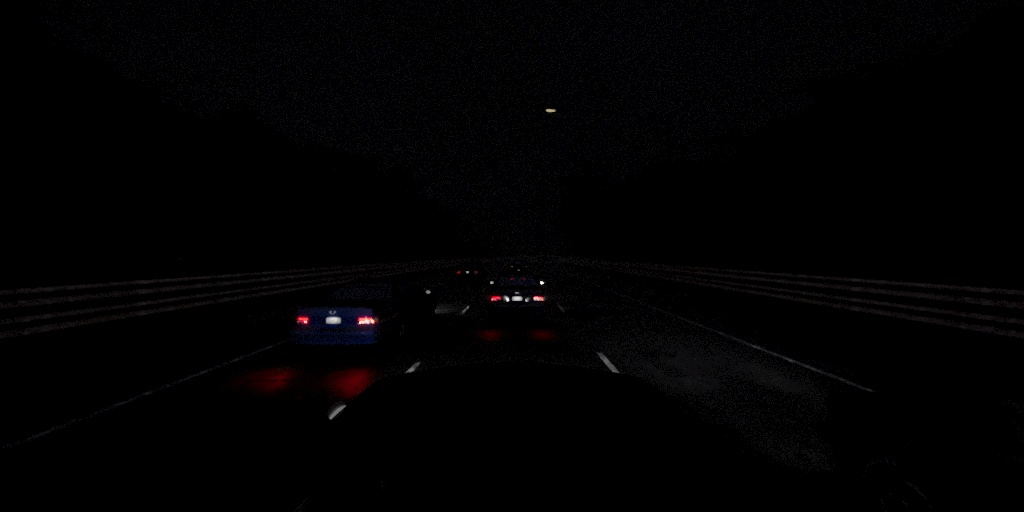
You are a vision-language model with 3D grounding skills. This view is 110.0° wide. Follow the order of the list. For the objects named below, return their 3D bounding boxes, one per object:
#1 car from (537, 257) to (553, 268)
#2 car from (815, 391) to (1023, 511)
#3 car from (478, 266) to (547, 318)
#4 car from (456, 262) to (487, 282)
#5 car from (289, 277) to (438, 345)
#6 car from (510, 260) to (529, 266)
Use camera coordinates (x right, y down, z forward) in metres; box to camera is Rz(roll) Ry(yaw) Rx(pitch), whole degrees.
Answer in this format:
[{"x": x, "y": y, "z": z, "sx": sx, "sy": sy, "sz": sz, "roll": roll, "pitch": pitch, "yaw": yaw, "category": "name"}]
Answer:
[{"x": 5.056, "y": 1.184, "z": 56.478, "sx": 1.994, "sy": 1.385, "sz": 4.181, "roll": 0, "pitch": 0, "yaw": 3, "category": "car"}, {"x": 3.503, "y": 1.356, "z": 0.859, "sx": 1.895, "sy": 1.301, "sz": 4.718, "roll": 0, "pitch": 0, "yaw": 0, "category": "car"}, {"x": 0.177, "y": 1.241, "z": 12.637, "sx": 2.033, "sy": 1.411, "sz": 5.357, "roll": 0, "pitch": 0, "yaw": 1, "category": "car"}, {"x": -3.041, "y": 1.182, "z": 27.581, "sx": 2.033, "sy": 1.411, "sz": 5.357, "roll": 0, "pitch": 0, "yaw": 2, "category": "car"}, {"x": -3.358, "y": 1.257, "z": 9.293, "sx": 2.033, "sy": 1.411, "sz": 5.357, "roll": 0, "pitch": 0, "yaw": 0, "category": "car"}, {"x": 0.733, "y": 1.142, "z": 36.183, "sx": 1.812, "sy": 1.442, "sz": 4.674, "roll": 0, "pitch": 0, "yaw": 2, "category": "car"}]
